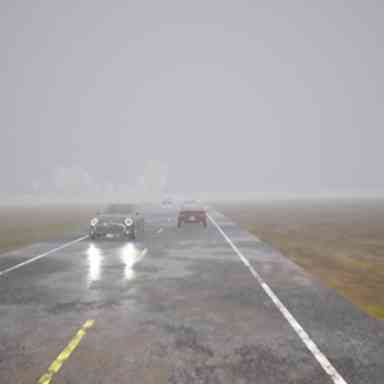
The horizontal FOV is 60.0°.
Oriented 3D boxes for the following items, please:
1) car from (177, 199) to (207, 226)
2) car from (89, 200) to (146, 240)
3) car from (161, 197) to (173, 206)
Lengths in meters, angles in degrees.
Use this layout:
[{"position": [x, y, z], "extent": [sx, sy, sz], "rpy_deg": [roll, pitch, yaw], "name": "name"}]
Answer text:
[{"position": [-0.009, 1.474, 23.119], "extent": [1.882, 1.535, 5.008], "rpy_deg": [0, 0, 0], "name": "car"}, {"position": [-3.663, 1.347, 16.962], "extent": [2.097, 1.767, 4.553], "rpy_deg": [0, 0, 0], "name": "car"}, {"position": [-4.131, 1.568, 56.679], "extent": [2.033, 1.411, 5.357], "rpy_deg": [0, 0, 0], "name": "car"}]
